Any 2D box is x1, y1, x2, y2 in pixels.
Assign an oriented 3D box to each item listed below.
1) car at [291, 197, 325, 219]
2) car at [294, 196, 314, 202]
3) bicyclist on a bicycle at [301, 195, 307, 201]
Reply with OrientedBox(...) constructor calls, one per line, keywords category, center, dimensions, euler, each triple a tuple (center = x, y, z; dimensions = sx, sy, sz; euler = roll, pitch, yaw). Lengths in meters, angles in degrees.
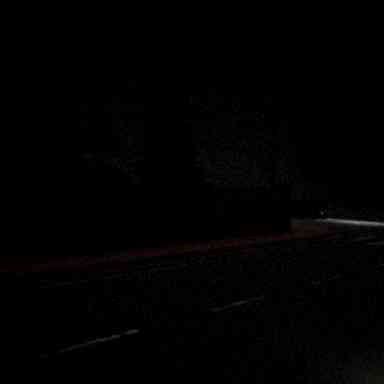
OrientedBox(category="car", center=(8.960, 1.420, 28.464), dimensions=(2.128, 1.511, 4.902), euler=(0, 0, -34))
OrientedBox(category="car", center=(25.710, 1.498, 76.112), dimensions=(4.718, 1.301, 1.895), euler=(0, 0, -35))
OrientedBox(category="bicyclist on a bicycle", center=(14.110, 1.222, 42.212), dimensions=(1.656, 1.620, 0.582), euler=(0, 0, -25))
